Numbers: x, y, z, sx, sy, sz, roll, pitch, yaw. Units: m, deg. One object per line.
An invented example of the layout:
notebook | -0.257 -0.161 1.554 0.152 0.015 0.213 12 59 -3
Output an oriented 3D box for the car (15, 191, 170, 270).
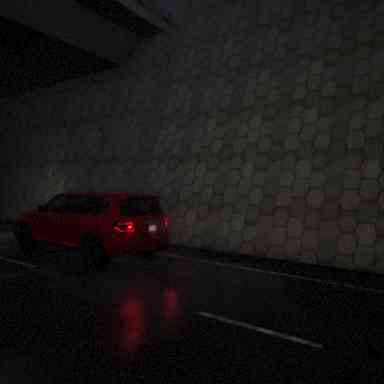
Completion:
car | -3.248 0.965 10.406 5.566 2.045 2.150 2 2 35
